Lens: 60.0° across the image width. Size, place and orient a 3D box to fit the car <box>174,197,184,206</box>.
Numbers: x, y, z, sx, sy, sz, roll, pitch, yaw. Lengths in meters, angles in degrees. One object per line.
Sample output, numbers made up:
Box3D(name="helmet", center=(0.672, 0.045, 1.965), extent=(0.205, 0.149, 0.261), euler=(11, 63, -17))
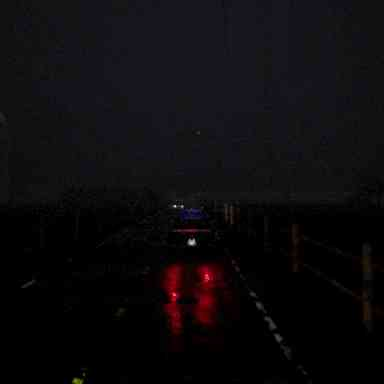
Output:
Box3D(name="car", center=(-2.773, 1.962, 71.038), extent=(2.097, 1.767, 4.553), euler=(0, 0, 0))

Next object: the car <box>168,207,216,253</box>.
Box3D(name="car", center=(-0.001, 1.625, 14.305), extent=(2.128, 1.511, 4.902), euler=(0, 0, 0))

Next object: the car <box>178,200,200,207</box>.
Box3D(name="car", center=(-0.004, 1.744, 29.483), extent=(1.882, 1.535, 5.008), euler=(0, 0, 0))
